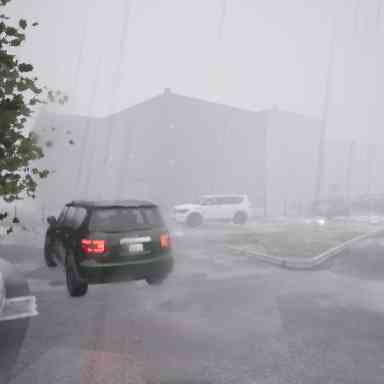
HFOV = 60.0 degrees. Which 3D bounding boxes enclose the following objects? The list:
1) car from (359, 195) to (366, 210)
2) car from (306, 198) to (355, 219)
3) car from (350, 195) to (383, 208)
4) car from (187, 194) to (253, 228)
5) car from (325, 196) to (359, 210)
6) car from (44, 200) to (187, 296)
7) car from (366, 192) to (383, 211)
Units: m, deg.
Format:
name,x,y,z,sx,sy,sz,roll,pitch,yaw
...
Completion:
name,x,y,z,sx,sy,sz,roll,pitch,yaw
car,17.459,1.283,38.519,2.097,1.535,5.008,-1,0,-40
car,11.360,1.461,27.776,4.181,1.385,1.994,-1,0,-37
car,23.784,1.196,43.855,2.231,1.521,4.892,-1,0,-40
car,1.371,1.195,22.227,5.566,2.045,2.150,0,0,-23
car,15.370,1.181,36.709,2.185,1.767,4.553,-1,0,-40
car,-2.514,1.221,9.031,2.150,2.045,5.566,0,0,-31
car,20.863,1.149,35.459,4.553,1.767,2.097,-1,1,-40
